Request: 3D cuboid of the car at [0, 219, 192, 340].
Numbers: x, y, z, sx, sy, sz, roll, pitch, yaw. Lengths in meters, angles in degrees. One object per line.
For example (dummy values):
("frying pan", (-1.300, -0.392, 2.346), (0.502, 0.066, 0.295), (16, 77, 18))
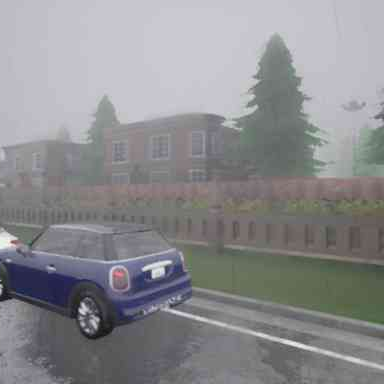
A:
("car", (-2.282, 1.385, 6.862), (4.553, 1.767, 2.097), (0, 0, 36))
